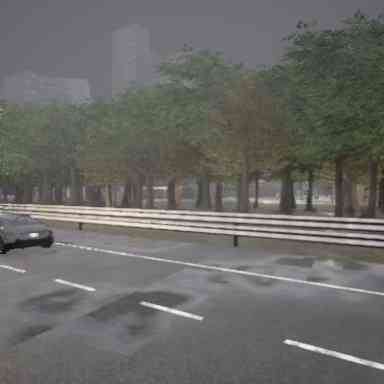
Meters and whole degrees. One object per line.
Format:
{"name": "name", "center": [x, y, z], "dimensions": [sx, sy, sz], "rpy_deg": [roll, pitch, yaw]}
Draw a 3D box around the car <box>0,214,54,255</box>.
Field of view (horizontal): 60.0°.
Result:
{"name": "car", "center": [-7.509, 1.574, 13.539], "dimensions": [4.181, 1.385, 1.994], "rpy_deg": [0, 0, 36]}
